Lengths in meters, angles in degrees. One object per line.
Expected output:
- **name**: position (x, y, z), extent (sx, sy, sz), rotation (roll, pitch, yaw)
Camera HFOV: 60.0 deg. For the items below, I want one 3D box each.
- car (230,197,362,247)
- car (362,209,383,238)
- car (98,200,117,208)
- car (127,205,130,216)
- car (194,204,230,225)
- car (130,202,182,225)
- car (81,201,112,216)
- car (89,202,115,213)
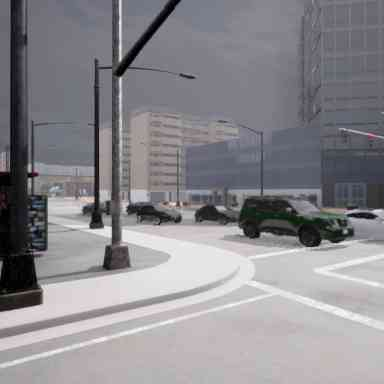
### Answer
- **car**: position (4.609, 1.275, 15.729), extent (2.150, 2.045, 5.566), rotation (0, 0, -36)
- **car**: position (8.770, 1.568, 15.940), extent (1.812, 1.442, 4.674), rotation (0, 0, -36)
- **car**: position (-15.863, 2.281, 62.138), extent (1.994, 1.385, 4.181), rotation (0, -1, -36)
- **car**: position (-5.247, 1.800, 35.269), extent (2.128, 1.511, 4.902), rotation (0, -1, -36)
- **car**: position (1.995, 1.668, 25.319), extent (1.812, 1.442, 4.674), rotation (0, -1, -36)
- **car**: position (-2.639, 1.683, 25.713), extent (1.837, 1.490, 4.892), rotation (0, -1, -36)
- **car**: position (-10.594, 1.917, 36.681), extent (2.033, 1.411, 5.357), rotation (0, -1, -36)
- **car**: position (-12.228, 2.046, 44.946), extent (1.994, 1.385, 4.181), rotation (0, -1, -35)
